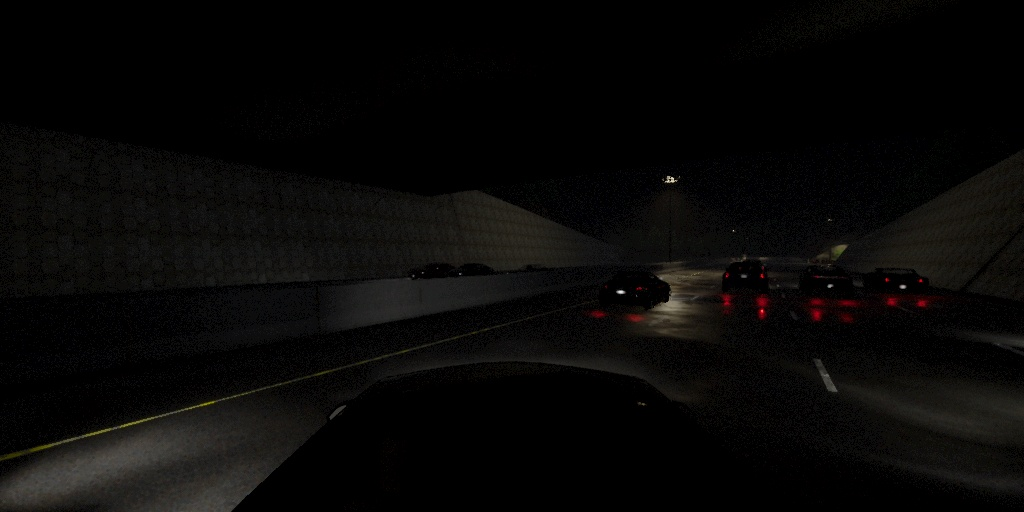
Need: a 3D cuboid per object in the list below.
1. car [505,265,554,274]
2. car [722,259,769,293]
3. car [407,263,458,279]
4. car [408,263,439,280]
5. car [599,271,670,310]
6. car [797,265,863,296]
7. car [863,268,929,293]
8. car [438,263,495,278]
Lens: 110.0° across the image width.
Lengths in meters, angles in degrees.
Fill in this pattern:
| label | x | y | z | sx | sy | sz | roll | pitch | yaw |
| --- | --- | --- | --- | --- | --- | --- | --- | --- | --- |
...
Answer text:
| label | x | y | z | sx | sy | sz | roll | pitch | yaw |
| --- | --- | --- | --- | --- | --- | --- | --- | --- | --- |
| car | 1.438 | 1.349 | 28.229 | 1.895 | 1.301 | 4.718 | 0 | 0 | 35 |
| car | 13.634 | 1.102 | 20.894 | 2.097 | 1.767 | 4.553 | 0 | 0 | 35 |
| car | -7.405 | 1.348 | 33.906 | 1.895 | 1.301 | 4.718 | 0 | 0 | 35 |
| car | -6.242 | 1.273 | 29.442 | 1.812 | 1.442 | 4.674 | 0 | 0 | 35 |
| car | 5.183 | 1.312 | 14.917 | 1.994 | 1.385 | 4.181 | 0 | 0 | 35 |
| car | 16.852 | 1.241 | 19.395 | 2.128 | 1.511 | 4.902 | 0 | 0 | 35 |
| car | 22.304 | 1.349 | 21.088 | 1.895 | 1.301 | 4.718 | 0 | 0 | 35 |
| car | -3.160 | 1.273 | 27.742 | 1.812 | 1.442 | 4.674 | 0 | 0 | 35 |
